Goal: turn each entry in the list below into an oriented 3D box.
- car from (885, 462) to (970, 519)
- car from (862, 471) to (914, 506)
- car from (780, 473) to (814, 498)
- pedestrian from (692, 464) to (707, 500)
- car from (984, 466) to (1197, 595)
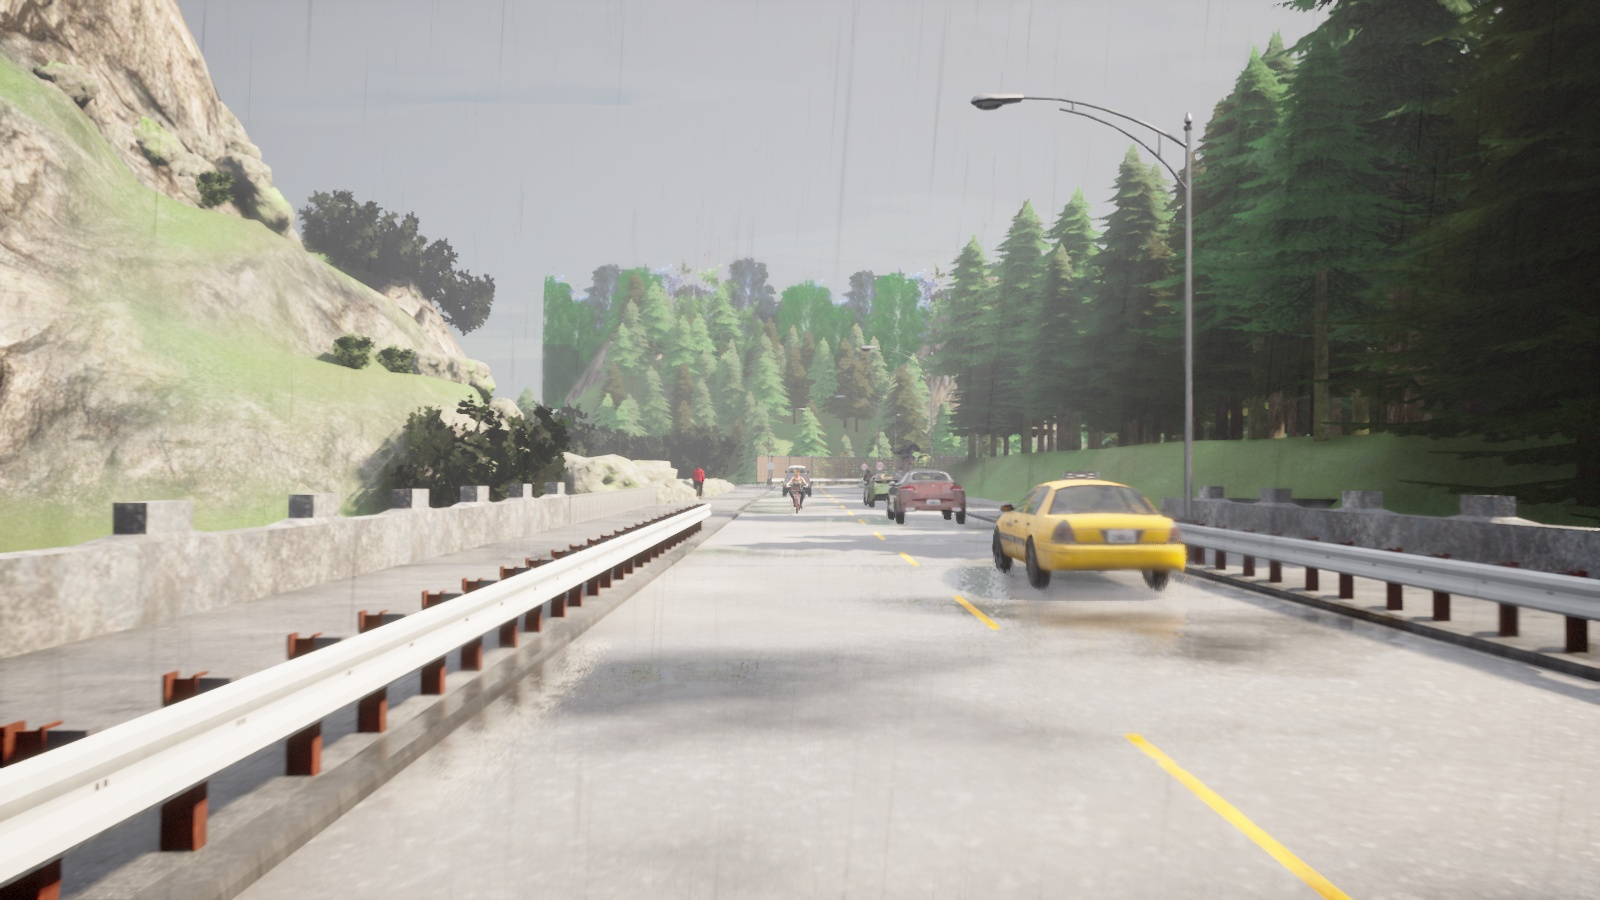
[{"bbox_3d":[3.916,1.239,39.521,2.152,1.651,5.027,0,-1,0],"label":"car"},{"bbox_3d":[3.881,1.687,56.203,2.007,1.525,4.514,0,-1,0],"label":"car"},{"bbox_3d":[-0.167,2.155,77.217,2.033,1.411,5.357,0,-1,0],"label":"car"},{"bbox_3d":[-5.193,1.630,64.767,0.634,1.844,0.899,0,-1,5],"label":"pedestrian"},{"bbox_3d":[3.962,1.040,18.111,1.801,1.575,5.366,0,-1,0],"label":"car"}]
